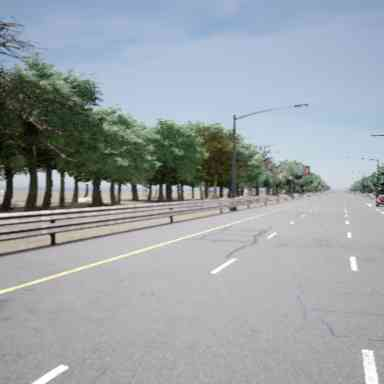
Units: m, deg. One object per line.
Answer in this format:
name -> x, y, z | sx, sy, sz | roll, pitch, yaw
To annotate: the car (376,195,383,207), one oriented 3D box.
car -> 28.689, 1.252, 49.601 | 2.097, 1.767, 4.553 | 1, 1, 26
